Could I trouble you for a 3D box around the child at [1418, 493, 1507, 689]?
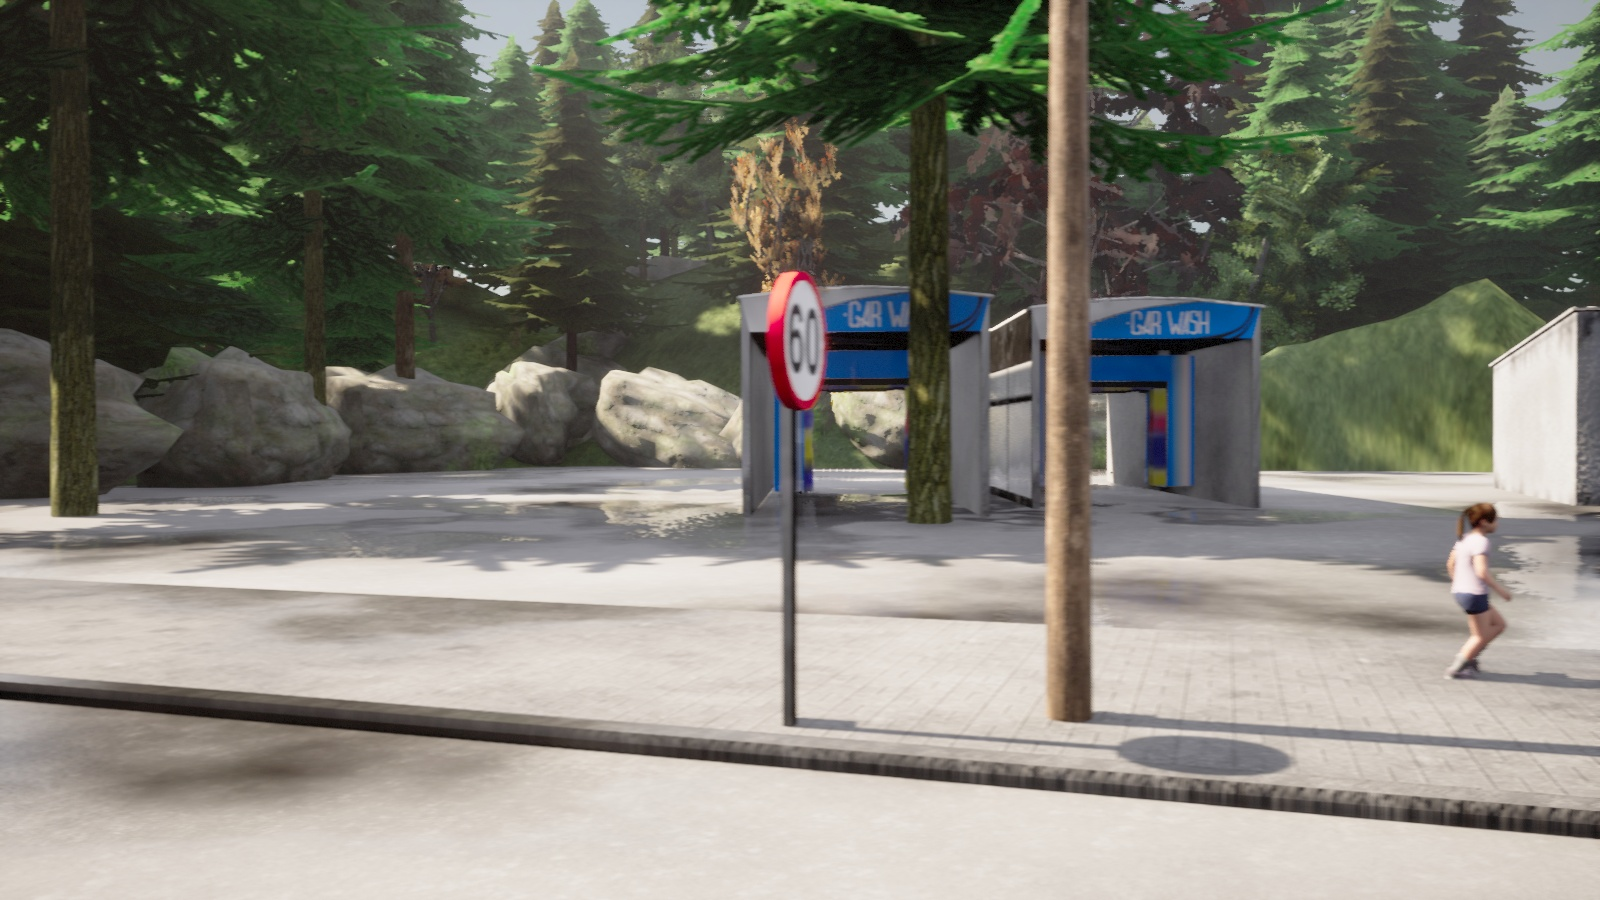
[{"bbox_3d":[3.874,0.813,7.356,0.394,1.110,0.255,0,1,10],"label":"child"}]
